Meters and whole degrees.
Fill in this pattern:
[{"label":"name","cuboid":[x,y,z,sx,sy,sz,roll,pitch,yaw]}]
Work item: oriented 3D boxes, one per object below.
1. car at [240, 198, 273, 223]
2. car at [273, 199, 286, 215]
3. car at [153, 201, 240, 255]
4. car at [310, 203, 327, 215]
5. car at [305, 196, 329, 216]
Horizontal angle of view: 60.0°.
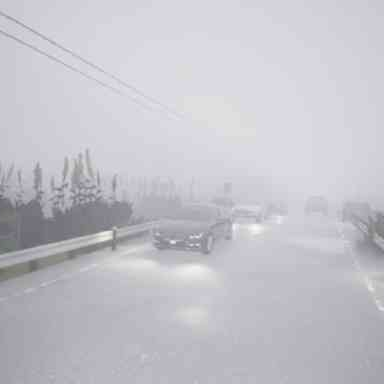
[{"label":"car","cuboid":[3.903,1.141,22.077,1.812,1.442,4.674,2,0,22]},{"label":"car","cuboid":[7.847,1.363,31.797,1.882,1.535,5.008,2,-2,22]},{"label":"car","cuboid":[0.248,1.222,12.470,1.837,1.490,4.892,2,2,20]},{"label":"car","cuboid":[17.711,2.356,46.794,2.128,1.511,4.902,2,-2,20]},{"label":"car","cuboid":[13.488,1.516,35.997,2.150,2.045,5.566,2,-2,23]}]
